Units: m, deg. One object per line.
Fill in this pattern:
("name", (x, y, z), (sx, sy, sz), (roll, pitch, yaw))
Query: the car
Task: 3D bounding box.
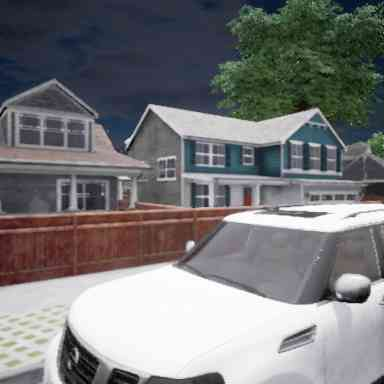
("car", (1.297, 1.211, 3.996), (5.566, 2.045, 2.150), (-1, 0, -35))
